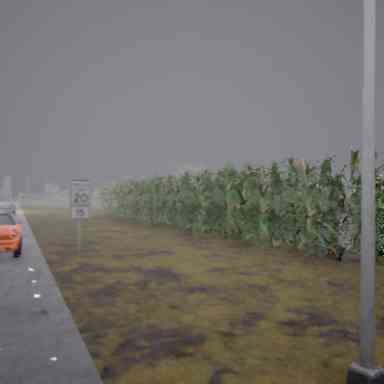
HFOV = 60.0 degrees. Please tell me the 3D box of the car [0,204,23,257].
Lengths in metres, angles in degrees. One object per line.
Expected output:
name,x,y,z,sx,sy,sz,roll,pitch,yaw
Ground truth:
car,-8.077,1.532,13.461,2.097,1.767,4.553,2,-2,-28
